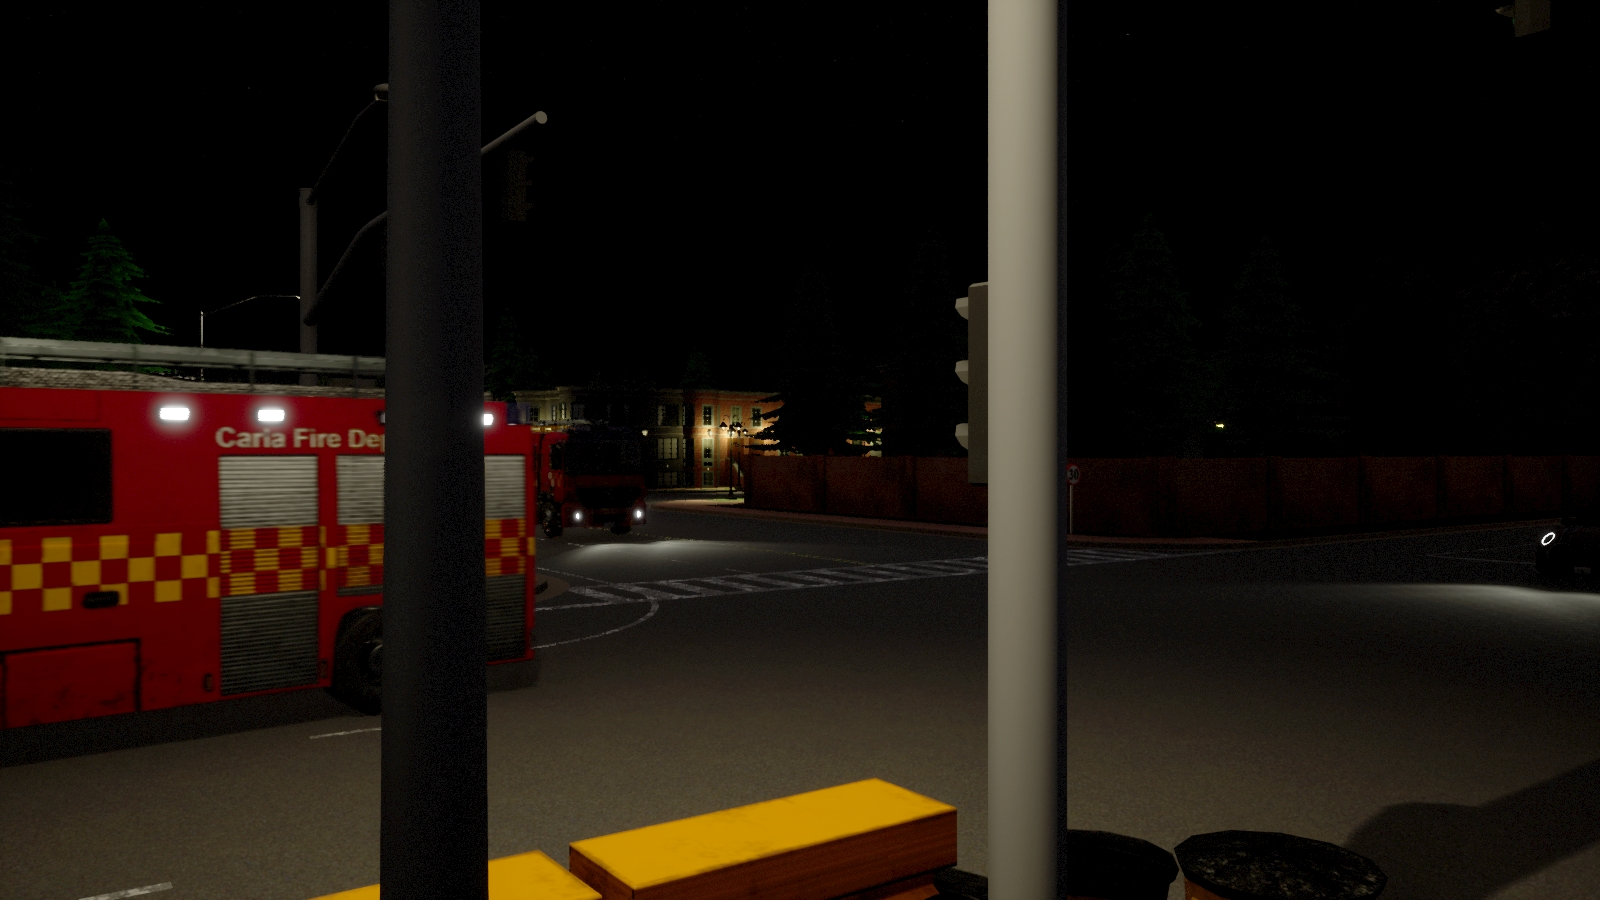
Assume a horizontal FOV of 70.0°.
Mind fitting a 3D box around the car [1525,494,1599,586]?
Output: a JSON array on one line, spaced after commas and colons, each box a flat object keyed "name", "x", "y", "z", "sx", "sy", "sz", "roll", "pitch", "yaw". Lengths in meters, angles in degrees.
[{"name": "car", "x": 18.010, "y": 1.906, "z": 24.946, "sx": 4.553, "sy": 1.767, "sz": 2.097, "roll": 0, "pitch": 0, "yaw": -35}]

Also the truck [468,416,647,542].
[{"name": "truck", "x": -8.489, "y": 0.890, "z": 39.037, "sx": 2.891, "sy": 3.827, "sz": 8.468, "roll": 0, "pitch": 0, "yaw": -35}]

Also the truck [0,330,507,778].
[{"name": "truck", "x": -7.439, "y": 0.891, "z": 11.173, "sx": 8.468, "sy": 3.827, "sz": 2.891, "roll": 0, "pitch": 0, "yaw": -41}]
